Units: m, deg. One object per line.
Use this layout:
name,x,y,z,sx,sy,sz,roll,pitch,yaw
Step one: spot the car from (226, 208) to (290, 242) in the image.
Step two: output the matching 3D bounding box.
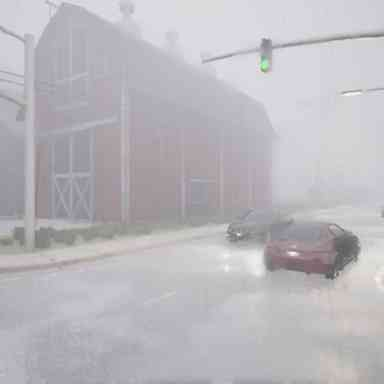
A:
car,3.409,1.546,15.833,1.837,1.490,4.892,0,0,36

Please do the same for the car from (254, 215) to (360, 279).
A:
car,3.832,1.592,10.331,1.994,1.385,4.181,0,0,36

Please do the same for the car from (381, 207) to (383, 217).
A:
car,18.617,1.575,30.464,2.033,1.411,5.357,0,0,36
